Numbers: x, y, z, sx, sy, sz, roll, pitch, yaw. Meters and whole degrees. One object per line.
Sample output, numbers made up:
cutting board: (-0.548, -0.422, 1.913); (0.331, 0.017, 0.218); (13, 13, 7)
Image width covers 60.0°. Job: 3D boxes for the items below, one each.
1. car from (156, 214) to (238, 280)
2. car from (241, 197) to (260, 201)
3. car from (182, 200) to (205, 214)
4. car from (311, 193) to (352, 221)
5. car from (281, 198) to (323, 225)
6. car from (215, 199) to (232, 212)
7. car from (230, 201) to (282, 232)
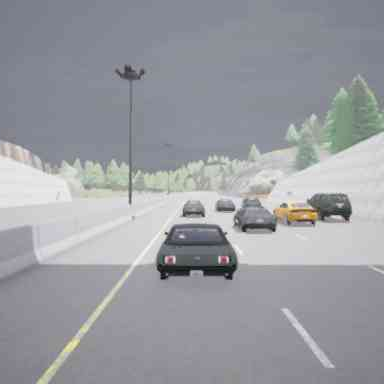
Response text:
car: (0.116, 1.560, 9.787); (1.895, 1.301, 4.718); (0, 0, 0)
car: (7.170, 1.330, 40.563); (2.128, 1.511, 4.902); (0, 0, 0)
car: (0.150, 1.441, 30.098); (1.994, 1.385, 4.181); (0, 0, 0)
car: (10.646, 1.118, 26.576); (2.150, 2.045, 5.566); (0, 0, 0)
car: (7.140, 1.385, 23.435); (1.882, 1.535, 5.008); (0, 0, 0)
car: (3.664, 1.414, 37.082); (1.994, 1.385, 4.181); (0, 0, 0)
car: (3.633, 1.485, 19.721); (1.994, 1.385, 4.181); (0, 0, 0)
